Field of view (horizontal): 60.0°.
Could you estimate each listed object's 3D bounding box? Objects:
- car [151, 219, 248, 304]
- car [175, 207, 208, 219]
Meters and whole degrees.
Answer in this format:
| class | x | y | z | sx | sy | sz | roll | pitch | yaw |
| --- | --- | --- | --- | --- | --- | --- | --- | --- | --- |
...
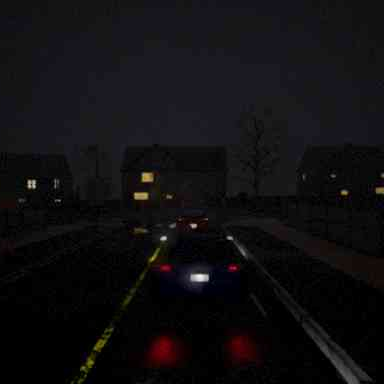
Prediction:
| class | x | y | z | sx | sy | sz | roll | pitch | yaw |
| --- | --- | --- | --- | --- | --- | --- | --- | --- | --- |
| car | 0.127 | 1.598 | 8.284 | 1.994 | 1.385 | 4.181 | 0 | 0 | 0 |
| car | -0.033 | 1.616 | 19.898 | 1.812 | 1.442 | 4.674 | 0 | 0 | -3 |
